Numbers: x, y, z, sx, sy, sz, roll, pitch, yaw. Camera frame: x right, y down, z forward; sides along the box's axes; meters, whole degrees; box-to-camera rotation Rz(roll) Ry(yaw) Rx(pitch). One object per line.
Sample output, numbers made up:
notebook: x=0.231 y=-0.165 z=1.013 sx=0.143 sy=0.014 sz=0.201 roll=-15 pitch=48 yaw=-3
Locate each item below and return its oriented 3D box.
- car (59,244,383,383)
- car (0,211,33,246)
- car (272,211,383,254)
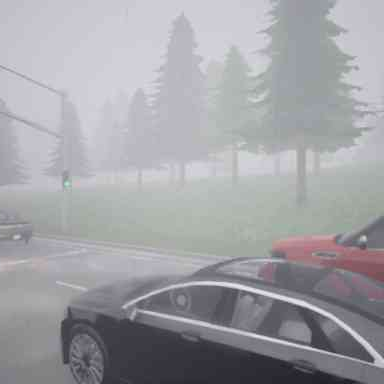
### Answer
car: x=0.527 y=1.501 z=3.617 sx=4.902 sy=1.511 sz=2.128 roll=0 pitch=0 yaw=36
car: x=-8.951 y=1.590 z=14.672 sx=4.902 sy=1.511 sz=2.128 roll=0 pitch=0 yaw=36
car: x=3.916 y=1.221 z=5.499 sx=5.566 sy=2.045 sz=2.150 roll=0 pitch=0 yaw=35
